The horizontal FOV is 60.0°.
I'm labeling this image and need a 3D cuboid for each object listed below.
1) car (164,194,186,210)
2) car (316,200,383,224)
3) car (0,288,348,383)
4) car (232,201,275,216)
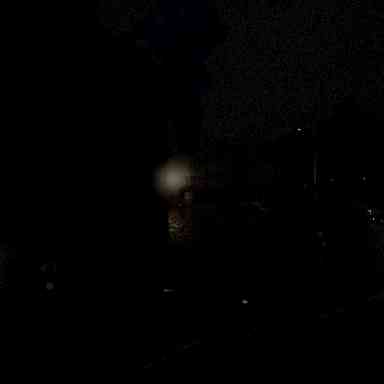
[{"bbox_3d":[-3.100,1.297,44.970,2.150,2.045,5.566,1,1,-35],"label":"car"},{"bbox_3d":[11.560,1.383,24.360,2.097,1.767,4.553,1,0,-36],"label":"car"},{"bbox_3d":[-0.620,1.566,2.360,4.313,1.339,1.947,0,0,-35],"label":"car"},{"bbox_3d":[5.871,1.576,32.322,1.812,1.442,4.674,1,0,-35],"label":"car"}]
